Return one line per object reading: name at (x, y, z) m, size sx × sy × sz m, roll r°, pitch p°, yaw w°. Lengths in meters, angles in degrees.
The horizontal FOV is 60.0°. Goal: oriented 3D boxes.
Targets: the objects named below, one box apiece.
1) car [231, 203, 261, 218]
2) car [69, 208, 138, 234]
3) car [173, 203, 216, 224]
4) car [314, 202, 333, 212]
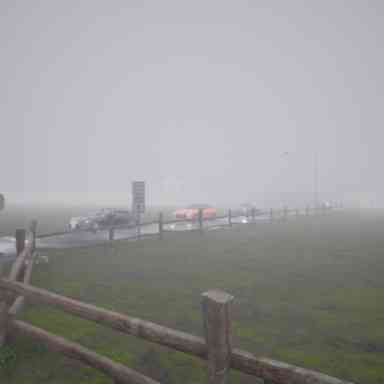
car at (6.157, 1.991, 37.933) m, size 2.097 × 1.767 × 4.553 m, roll -1°, pitch -1°, yaw 35°
car at (-5.511, 1.767, 21.439) m, size 2.128 × 1.511 × 4.902 m, roll -1°, pitch -1°, yaw 36°
car at (0.296, 1.808, 29.645) m, size 2.097 × 1.767 × 4.553 m, roll -1°, pitch -1°, yaw 35°
car at (21.737, 2.384, 54.921) m, size 2.097 × 1.767 × 4.553 m, roll -1°, pitch -1°, yaw 37°
